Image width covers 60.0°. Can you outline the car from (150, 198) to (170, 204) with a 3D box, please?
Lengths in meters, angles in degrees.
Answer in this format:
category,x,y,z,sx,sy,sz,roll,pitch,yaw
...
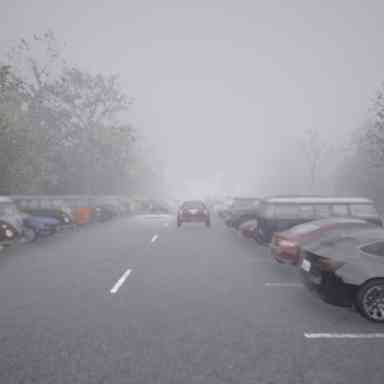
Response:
category,x,y,z,sx,sy,sz,roll,pitch,yaw
car,-8.553,2.452,89.637,5.008,1.535,2.097,0,-1,0

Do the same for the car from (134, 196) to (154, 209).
category,x,y,z,sx,sy,sz,roll,pitch,yaw
car,-8.521,1.473,45.458,5.566,2.045,2.435,0,-1,0

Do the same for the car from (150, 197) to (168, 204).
category,x,y,z,sx,sy,sz,roll,pitch,yaw
car,-8.588,2.271,86.869,4.553,1.767,2.185,0,-1,0

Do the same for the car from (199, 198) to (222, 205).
category,x,y,z,sx,sy,sz,roll,pitch,yaw
car,4.339,2.230,78.666,5.366,1.575,1.946,0,-1,0

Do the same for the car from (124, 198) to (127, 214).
category,x,y,z,sx,sy,sz,roll,pitch,yaw
car,-8.540,1.536,28.834,5.008,1.535,2.097,0,-1,0

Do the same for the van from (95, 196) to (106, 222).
category,x,y,z,sx,sy,sz,roll,pitch,yaw
van,-8.662,1.247,23.172,4.442,1.987,1.878,0,-1,0

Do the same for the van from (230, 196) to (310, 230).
category,x,y,z,sx,sy,sz,roll,pitch,yaw
van,4.652,1.216,20.385,4.442,1.987,1.878,0,-1,0

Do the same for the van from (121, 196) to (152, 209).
category,x,y,z,sx,sy,sz,roll,pitch,yaw
van,-8.433,1.561,50.997,4.442,1.987,1.878,0,-1,0

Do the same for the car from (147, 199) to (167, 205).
category,x,y,z,sx,sy,sz,roll,pitch,yaw
car,-8.553,2.328,81.451,4.674,1.452,2.002,0,-1,0

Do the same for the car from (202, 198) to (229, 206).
category,x,y,z,sx,sy,sz,roll,pitch,yaw
car,4.712,2.008,67.443,5.366,1.575,1.946,0,-1,0

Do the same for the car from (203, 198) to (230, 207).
category,x,y,z,sx,sy,sz,roll,pitch,yaw
car,4.533,1.921,62.023,4.892,1.521,2.231,0,-1,0

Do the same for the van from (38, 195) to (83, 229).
category,x,y,z,sx,sy,sz,roll,pitch,yaw
van,-8.427,1.184,17.624,4.442,1.987,1.878,0,0,0

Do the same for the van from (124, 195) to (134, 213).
category,x,y,z,sx,sy,sz,roll,pitch,yaw
van,-8.664,1.372,34.252,4.442,1.987,1.878,0,-1,0

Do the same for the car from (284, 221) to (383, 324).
category,x,y,z,sx,sy,sz,roll,pitch,yaw
car,4.568,1.478,6.520,4.792,1.488,2.163,0,0,0

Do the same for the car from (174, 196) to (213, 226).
category,x,y,z,sx,sy,sz,roll,pitch,yaw
car,0.095,1.345,23.162,2.097,1.767,4.553,0,-1,0

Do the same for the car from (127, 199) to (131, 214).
category,x,y,z,sx,sy,sz,roll,pitch,yaw
car,-8.544,1.608,31.605,4.674,1.452,2.002,0,-1,0

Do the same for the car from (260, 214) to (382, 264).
category,x,y,z,sx,sy,sz,roll,pitch,yaw
car,4.535,1.475,9.298,4.674,1.452,2.002,0,0,0

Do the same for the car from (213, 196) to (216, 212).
category,x,y,z,sx,sy,sz,roll,pitch,yaw
car,4.565,1.441,31.488,4.553,1.767,2.185,0,-1,0

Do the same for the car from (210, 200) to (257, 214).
category,x,y,z,sx,sy,sz,roll,pitch,yaw
car,4.539,1.631,37.039,4.892,1.521,2.231,0,-1,0

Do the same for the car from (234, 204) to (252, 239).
category,x,y,z,sx,sy,sz,roll,pitch,yaw
car,4.507,1.438,14.856,4.792,1.488,2.163,0,0,0

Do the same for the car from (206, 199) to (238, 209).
category,x,y,z,sx,sy,sz,roll,pitch,yaw
car,4.559,1.816,50.918,4.792,1.488,2.163,0,-1,0

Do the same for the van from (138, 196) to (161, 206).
category,x,y,z,sx,sy,sz,roll,pitch,yaw
van,-8.670,1.786,67.486,4.442,1.987,1.878,0,-1,0

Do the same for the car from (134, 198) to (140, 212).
category,x,y,z,sx,sy,sz,roll,pitch,yaw
car,-8.550,1.669,37.019,4.674,1.452,2.002,0,-1,0

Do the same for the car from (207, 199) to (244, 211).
category,x,y,z,sx,sy,sz,roll,pitch,yaw
car,4.560,1.753,45.366,4.792,1.488,2.163,0,-1,0

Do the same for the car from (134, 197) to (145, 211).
category,x,y,z,sx,sy,sz,roll,pitch,yaw
car,-8.543,1.661,39.914,5.008,1.535,2.097,0,-1,0

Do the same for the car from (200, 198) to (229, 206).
category,x,y,z,sx,sy,sz,roll,pitch,yaw
car,4.341,1.961,64.790,5.366,1.575,1.946,0,-1,0

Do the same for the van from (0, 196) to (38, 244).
category,x,y,z,sx,sy,sz,roll,pitch,yaw
van,-8.426,1.195,12.232,4.442,1.987,1.878,0,0,0

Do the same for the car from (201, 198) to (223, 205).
category,x,y,z,sx,sy,sz,roll,pitch,yaw
car,4.518,2.179,75.890,4.892,1.521,2.231,0,-1,0

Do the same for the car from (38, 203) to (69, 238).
category,x,y,z,sx,sy,sz,roll,pitch,yaw
car,-8.548,1.407,15.003,5.008,1.535,2.097,0,0,0

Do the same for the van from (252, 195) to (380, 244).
category,x,y,z,sx,sy,sz,roll,pitch,yaw
van,4.654,1.196,12.073,4.442,1.987,1.878,0,0,0

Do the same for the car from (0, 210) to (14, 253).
category,x,y,z,sx,sy,sz,roll,pitch,yaw
car,-8.358,1.431,9.465,5.366,1.575,1.946,0,0,0

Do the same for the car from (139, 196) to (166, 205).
category,x,y,z,sx,sy,sz,roll,pitch,yaw
car,-8.583,1.871,73.149,5.566,2.045,2.435,0,-1,0

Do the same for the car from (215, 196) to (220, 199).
category,x,y,z,sx,sy,sz,roll,pitch,yaw
car,4.565,1.410,28.712,4.553,1.767,2.185,0,-1,0

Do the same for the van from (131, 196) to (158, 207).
category,x,y,z,sx,sy,sz,roll,pitch,yaw
van,-8.444,1.658,59.323,4.442,1.987,1.878,0,-1,0

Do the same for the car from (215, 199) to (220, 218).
category,x,y,z,sx,sy,sz,roll,pitch,yaw
car,4.540,1.504,25.934,5.008,1.535,2.097,0,-1,0

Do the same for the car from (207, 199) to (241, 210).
category,x,y,z,sx,sy,sz,roll,pitch,yaw
car,4.559,1.785,48.142,4.792,1.488,2.163,0,-1,0

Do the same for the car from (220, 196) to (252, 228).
category,x,y,z,sx,sy,sz,roll,pitch,yaw
car,4.508,1.159,17.609,5.566,2.045,2.435,0,-1,0

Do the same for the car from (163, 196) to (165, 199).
category,x,y,z,sx,sy,sz,roll,pitch,yaw
car,-8.526,2.096,70.374,4.792,1.488,2.163,0,-1,0

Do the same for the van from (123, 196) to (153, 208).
category,x,y,z,sx,sy,sz,roll,pitch,yaw
van,-8.667,1.592,53.767,4.442,1.987,1.878,0,-1,0

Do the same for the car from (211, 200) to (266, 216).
category,x,y,z,sx,sy,sz,roll,pitch,yaw
car,4.718,1.595,34.263,5.366,1.575,1.946,0,-1,0

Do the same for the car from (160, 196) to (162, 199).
category,x,y,z,sx,sy,sz,roll,pitch,yaw
car,-8.581,1.950,62.071,4.792,1.488,2.163,0,-1,0

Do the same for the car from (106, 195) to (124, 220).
category,x,y,z,sx,sy,sz,roll,pitch,yaw
car,-8.517,1.253,25.942,5.566,2.045,2.435,0,-1,0

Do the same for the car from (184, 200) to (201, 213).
category,x,y,z,sx,sy,sz,roll,pitch,yaw
car,0.092,1.758,40.967,1.994,1.385,4.181,0,-1,0

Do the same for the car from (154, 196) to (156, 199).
category,x,y,z,sx,sy,sz,roll,pitch,yaw
car,-8.522,1.504,48.228,5.566,2.045,2.435,0,-1,0

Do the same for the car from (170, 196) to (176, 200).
category,x,y,z,sx,sy,sz,roll,pitch,yaw
car,-3.516,2.165,79.027,1.895,1.301,4.718,0,-1,0

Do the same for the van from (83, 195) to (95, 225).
category,x,y,z,sx,sy,sz,roll,pitch,yaw
van,-8.661,1.217,20.527,4.442,1.987,1.878,0,-1,0

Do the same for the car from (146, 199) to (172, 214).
category,x,y,z,sx,sy,sz,roll,pitch,yaw
car,-3.602,1.755,37.492,1.895,1.301,4.718,0,-1,0

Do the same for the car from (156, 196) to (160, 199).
category,x,y,z,sx,sy,sz,roll,pitch,yaw
car,-8.556,1.849,56.534,5.008,1.535,2.097,0,-1,0
